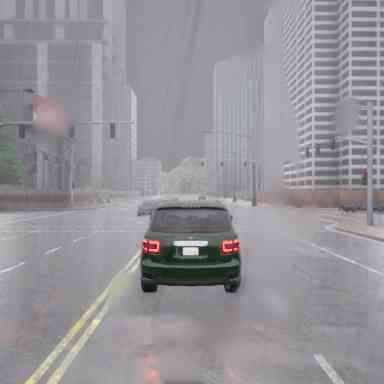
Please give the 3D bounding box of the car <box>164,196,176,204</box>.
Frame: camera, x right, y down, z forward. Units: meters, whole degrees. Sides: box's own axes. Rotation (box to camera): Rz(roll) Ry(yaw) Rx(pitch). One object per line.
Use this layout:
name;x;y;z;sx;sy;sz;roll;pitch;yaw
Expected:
car;-4.084;1.477;62.187;1.882;1.535;5.008;0;0;0

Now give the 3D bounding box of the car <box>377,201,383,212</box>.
car;22.133;1.477;33.917;5.008;1.535;1.882;0;0;-1

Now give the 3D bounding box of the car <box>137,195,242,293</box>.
car;-0.021;1.221;9.015;2.150;2.045;5.566;0;0;0

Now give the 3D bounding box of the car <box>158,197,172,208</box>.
car;-4.011;1.526;49.889;1.812;1.442;4.674;0;0;0

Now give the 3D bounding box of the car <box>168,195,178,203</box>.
car;-4.119;1.478;73.433;1.882;1.535;5.008;0;0;0

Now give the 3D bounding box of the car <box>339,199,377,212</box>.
car;19.464;1.547;37.382;5.357;1.411;2.033;0;0;-1

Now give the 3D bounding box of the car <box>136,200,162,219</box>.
car;-3.850;1.505;30.463;1.837;1.490;4.892;0;0;0

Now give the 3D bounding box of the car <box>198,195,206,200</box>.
car;2.733;1.500;90.625;1.837;1.490;4.892;0;0;0
